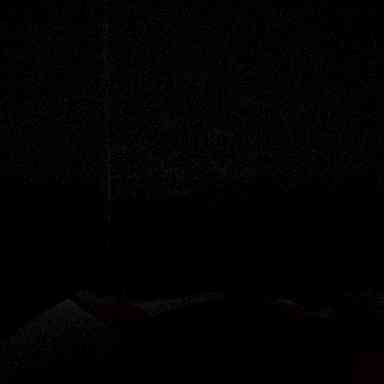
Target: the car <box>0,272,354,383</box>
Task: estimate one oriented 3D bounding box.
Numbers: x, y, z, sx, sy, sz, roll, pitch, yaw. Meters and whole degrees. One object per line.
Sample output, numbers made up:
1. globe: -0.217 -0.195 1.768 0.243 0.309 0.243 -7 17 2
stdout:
1. car: -0.516 1.520 2.708 4.674 1.442 1.812 -1 0 -35
